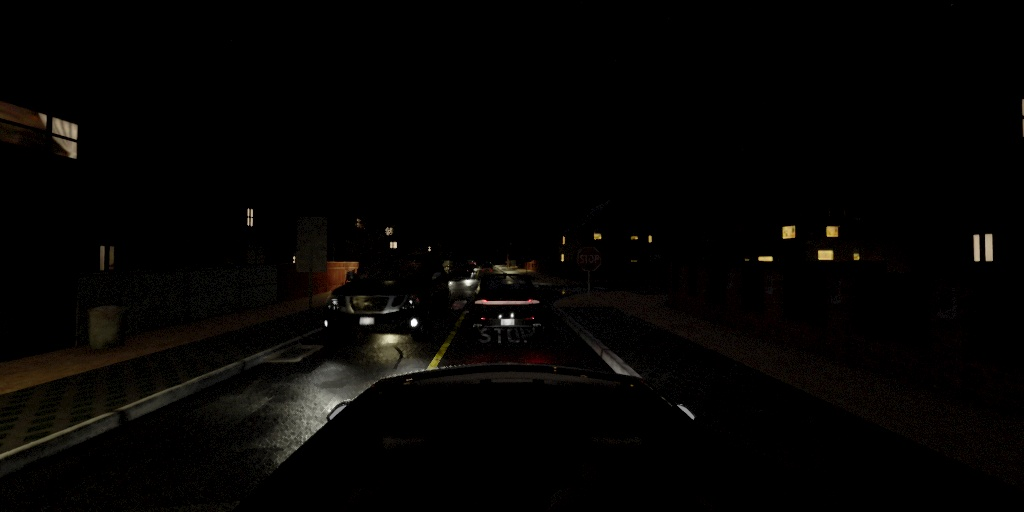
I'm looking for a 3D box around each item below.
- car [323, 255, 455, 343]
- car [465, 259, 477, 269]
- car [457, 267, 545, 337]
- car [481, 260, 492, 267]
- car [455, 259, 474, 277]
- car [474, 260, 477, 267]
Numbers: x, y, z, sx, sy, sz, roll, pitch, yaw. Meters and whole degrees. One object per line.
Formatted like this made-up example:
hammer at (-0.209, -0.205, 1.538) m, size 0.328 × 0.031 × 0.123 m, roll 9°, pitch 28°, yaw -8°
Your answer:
car at (-3.089, 0.978, 10.093) m, size 2.150 × 2.045 × 5.566 m, roll 0°, pitch 0°, yaw -2°
car at (-7.297, 1.382, 64.119) m, size 2.097 × 1.767 × 4.553 m, roll 0°, pitch 0°, yaw -4°
car at (-0.197, 1.251, 10.346) m, size 2.128 × 1.511 × 4.902 m, roll 0°, pitch 0°, yaw -2°
car at (-4.395, 1.548, 62.884) m, size 1.812 × 1.442 × 4.674 m, roll 0°, pitch 0°, yaw -5°
car at (-4.820, 1.297, 33.648) m, size 1.882 × 1.535 × 5.008 m, roll 0°, pitch 0°, yaw -5°
car at (-5.969, 1.448, 47.614) m, size 2.033 × 1.411 × 5.357 m, roll 0°, pitch 0°, yaw -4°
